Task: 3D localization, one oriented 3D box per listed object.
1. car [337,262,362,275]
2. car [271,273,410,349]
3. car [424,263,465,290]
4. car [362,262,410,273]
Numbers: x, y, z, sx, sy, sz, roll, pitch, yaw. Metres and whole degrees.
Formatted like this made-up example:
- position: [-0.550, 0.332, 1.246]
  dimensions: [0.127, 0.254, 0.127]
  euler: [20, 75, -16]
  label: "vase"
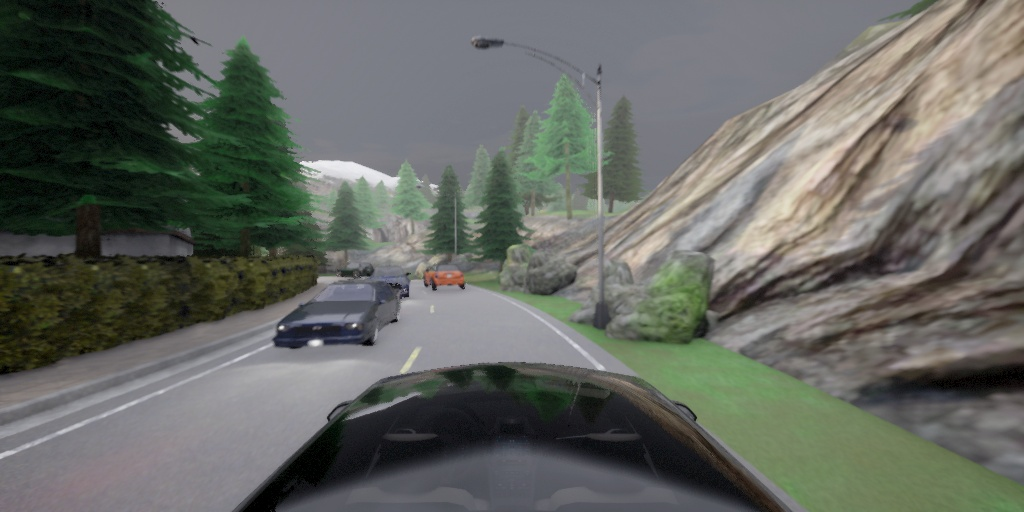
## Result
- position: [-16.382, 1.452, 37.704]
  dimensions: [4.553, 1.767, 2.097]
  euler: [-1, 0, 33]
  label: "car"
- position: [-4.273, 1.382, 9.820]
  dimensions: [2.033, 1.411, 5.357]
  euler: [0, 0, -7]
  label: "car"
- position: [-4.692, 1.271, 24.379]
  dimensions: [2.097, 1.767, 4.553]
  euler: [0, 0, -22]
  label: "car"
- position: [-6.622, 1.261, 19.328]
  dimensions: [2.097, 1.767, 4.553]
  euler: [0, 0, -18]
  label: "car"
